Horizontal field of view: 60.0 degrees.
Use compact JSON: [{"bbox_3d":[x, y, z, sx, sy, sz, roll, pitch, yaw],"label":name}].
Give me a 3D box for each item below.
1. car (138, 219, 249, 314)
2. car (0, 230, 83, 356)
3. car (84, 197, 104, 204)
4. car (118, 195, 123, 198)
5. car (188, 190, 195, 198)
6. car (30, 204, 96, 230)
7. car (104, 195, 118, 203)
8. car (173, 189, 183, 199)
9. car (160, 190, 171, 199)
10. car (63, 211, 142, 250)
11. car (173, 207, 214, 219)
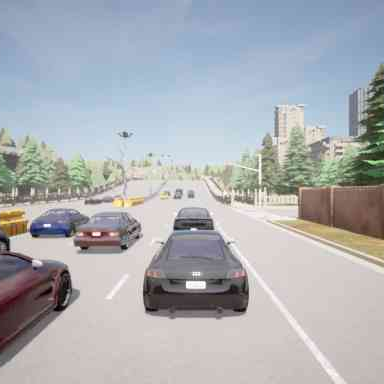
[{"bbox_3d":[0.086,1.564,7.716,1.994,1.385,4.181,0,0,1],"label":"car"},{"bbox_3d":[-3.412,1.564,5.106,1.994,1.385,4.181,0,0,0],"label":"car"},{"bbox_3d":[-17.651,1.601,59.287,1.895,1.301,4.718,0,0,0],"label":"car"},{"bbox_3d":[-17.671,1.402,79.108,1.812,1.442,4.674,0,1,0],"label":"car"},{"bbox_3d":[-0.246,0.838,90.037,1.837,1.490,4.892,0,4,0],"label":"car"},{"bbox_3d":[-6.925,1.564,17.905,1.994,1.385,4.181,0,0,0],"label":"car"},{"bbox_3d":[-17.605,1.539,69.161,2.033,1.411,5.357,0,0,0],"label":"car"},{"bbox_3d":[-3.725,0.903,86.864,2.097,1.767,4.553,0,3,0],"label":"car"},{"bbox_3d":[-7.225,1.024,86.877,1.882,1.535,5.008,0,3,0],"label":"car"},{"bbox_3d":[-3.413,1.547,14.347,2.033,1.411,5.357,0,0,0],"label":"car"},{"bbox_3d":[0.078,1.478,16.706,1.882,1.535,5.008,0,0,0],"label":"car"}]
